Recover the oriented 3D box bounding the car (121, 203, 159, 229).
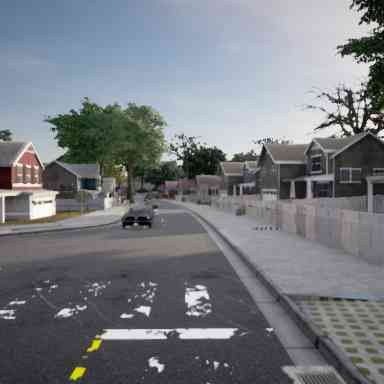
[{"bbox_3d":[-3.440,1.610,21.938,1.895,1.301,4.718,0,0,-3],"label":"car"}]

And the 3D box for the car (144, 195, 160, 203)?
[{"bbox_3d":[-5.570,1.617,46.167,1.837,1.490,4.892,0,0,-7],"label":"car"}]

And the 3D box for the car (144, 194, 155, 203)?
[{"bbox_3d":[-9.181,1.405,70.881,2.097,1.767,4.553,0,0,-10],"label":"car"}]
